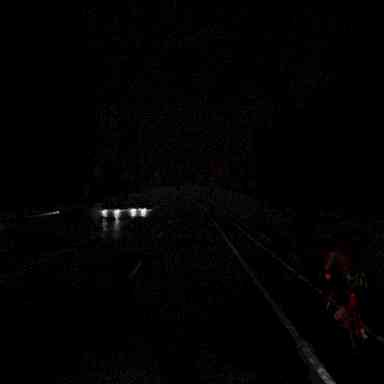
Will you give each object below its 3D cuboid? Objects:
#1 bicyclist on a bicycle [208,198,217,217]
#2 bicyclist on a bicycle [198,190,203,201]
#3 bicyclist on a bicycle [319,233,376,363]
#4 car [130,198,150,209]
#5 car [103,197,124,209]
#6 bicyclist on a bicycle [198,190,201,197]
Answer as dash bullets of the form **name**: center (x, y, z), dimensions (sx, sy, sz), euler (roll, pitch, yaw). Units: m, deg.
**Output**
- **bicyclist on a bicycle**: center (1.843, 1.360, 29.809), dimensions (0.866, 1.612, 1.509), euler (0, 0, 4)
- **bicyclist on a bicycle**: center (1.683, 0.984, 61.479), dimensions (0.866, 1.612, 1.509), euler (0, 2, 6)
- **bicyclist on a bicycle**: center (2.266, 1.451, 4.936), dimensions (0.582, 1.620, 1.656), euler (0, 0, 0)
- **car**: center (-6.578, 1.407, 42.287), dimensions (1.994, 1.385, 4.181), euler (0, 0, 0)
- **car**: center (-9.830, 1.371, 41.942), dimensions (1.812, 1.442, 4.674), euler (0, 0, 0)
- **bicyclist on a bicycle**: center (2.128, 0.423, 93.246), dimensions (0.659, 1.776, 1.843), euler (0, 2, 1)
